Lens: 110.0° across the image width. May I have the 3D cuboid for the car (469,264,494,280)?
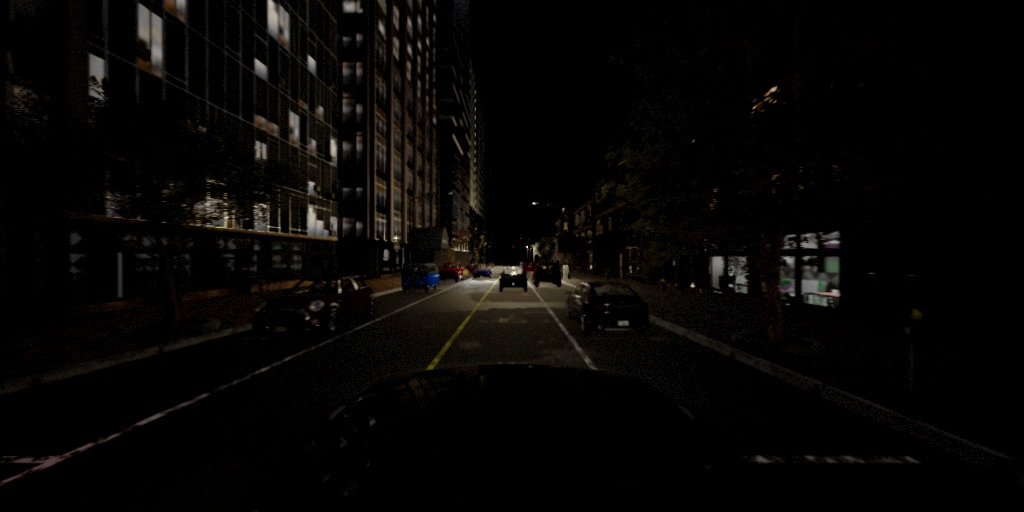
[{"bbox_3d":[-3.116,1.837,38.766,1.895,1.301,4.718,0,-1,0],"label":"car"}]

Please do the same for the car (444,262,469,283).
[{"bbox_3d":[-5.707,1.485,33.717,2.192,1.841,5.009,0,0,0],"label":"car"}]

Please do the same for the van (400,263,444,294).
[{"bbox_3d":[-5.702,1.366,22.649,1.690,1.789,3.998,0,0,0],"label":"van"}]

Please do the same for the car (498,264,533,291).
[{"bbox_3d":[0.089,1.541,24.470,2.128,1.511,4.902,0,-1,0],"label":"car"}]

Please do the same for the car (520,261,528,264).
[{"bbox_3d":[2.663,1.774,55.848,2.192,1.841,5.009,0,0,0],"label":"car"}]

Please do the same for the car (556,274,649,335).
[{"bbox_3d":[2.697,1.421,10.840,2.007,1.370,4.403,0,0,0],"label":"car"}]

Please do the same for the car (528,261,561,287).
[{"bbox_3d":[2.677,1.412,28.178,2.192,1.841,5.009,0,0,0],"label":"car"}]

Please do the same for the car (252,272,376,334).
[{"bbox_3d":[-5.707,1.310,10.853,1.967,1.591,4.097,0,0,0],"label":"car"}]
